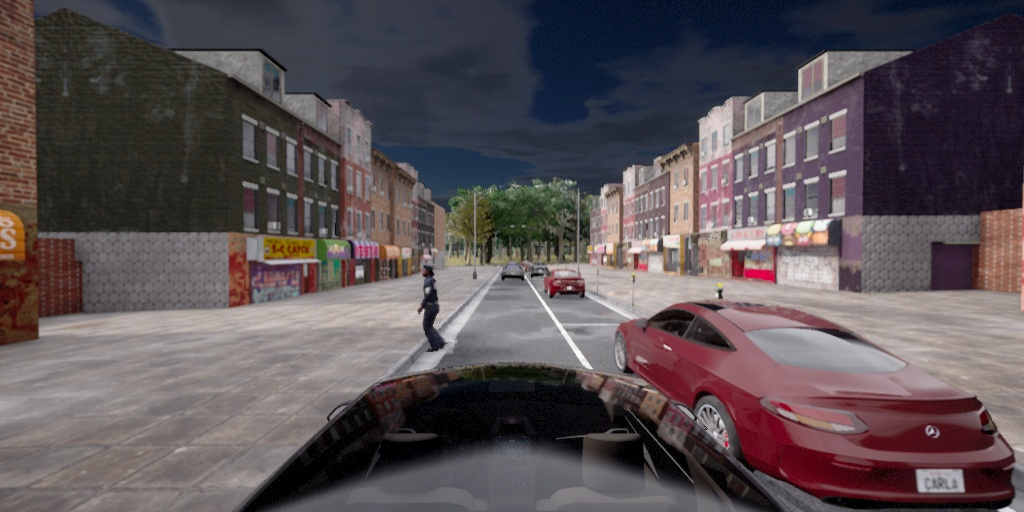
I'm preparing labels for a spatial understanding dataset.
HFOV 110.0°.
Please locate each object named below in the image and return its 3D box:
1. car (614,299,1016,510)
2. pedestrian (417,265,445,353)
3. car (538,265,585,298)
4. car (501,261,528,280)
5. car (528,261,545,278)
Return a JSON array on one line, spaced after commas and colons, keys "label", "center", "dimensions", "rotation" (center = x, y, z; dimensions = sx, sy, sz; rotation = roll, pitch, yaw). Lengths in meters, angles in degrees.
[{"label": "car", "center": [2.748, 1.282, 4.607], "dimensions": [1.812, 1.442, 4.674], "rotation": [0, 0, 0]}, {"label": "pedestrian", "center": [-1.685, 1.056, 7.428], "dimensions": [0.375, 1.860, 0.375], "rotation": [-1, 1, 0]}, {"label": "car", "center": [2.618, 1.334, 18.530], "dimensions": [1.888, 1.381, 4.507], "rotation": [0, 0, 0]}, {"label": "car", "center": [0.065, 1.391, 31.835], "dimensions": [1.994, 1.385, 4.181], "rotation": [0, 0, 0]}, {"label": "car", "center": [2.599, 1.403, 34.749], "dimensions": [1.948, 1.339, 4.313], "rotation": [0, 0, 0]}]
